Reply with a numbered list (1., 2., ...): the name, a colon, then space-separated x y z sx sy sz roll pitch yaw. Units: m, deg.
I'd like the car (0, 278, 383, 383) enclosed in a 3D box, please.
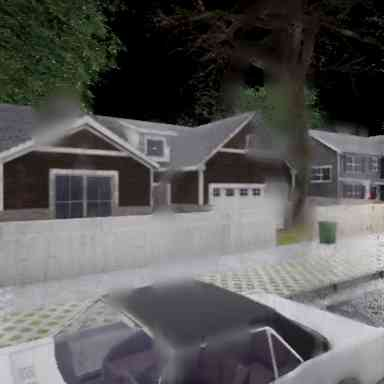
1. car: -0.397 1.591 2.749 4.718 1.301 1.895 0 0 -35
